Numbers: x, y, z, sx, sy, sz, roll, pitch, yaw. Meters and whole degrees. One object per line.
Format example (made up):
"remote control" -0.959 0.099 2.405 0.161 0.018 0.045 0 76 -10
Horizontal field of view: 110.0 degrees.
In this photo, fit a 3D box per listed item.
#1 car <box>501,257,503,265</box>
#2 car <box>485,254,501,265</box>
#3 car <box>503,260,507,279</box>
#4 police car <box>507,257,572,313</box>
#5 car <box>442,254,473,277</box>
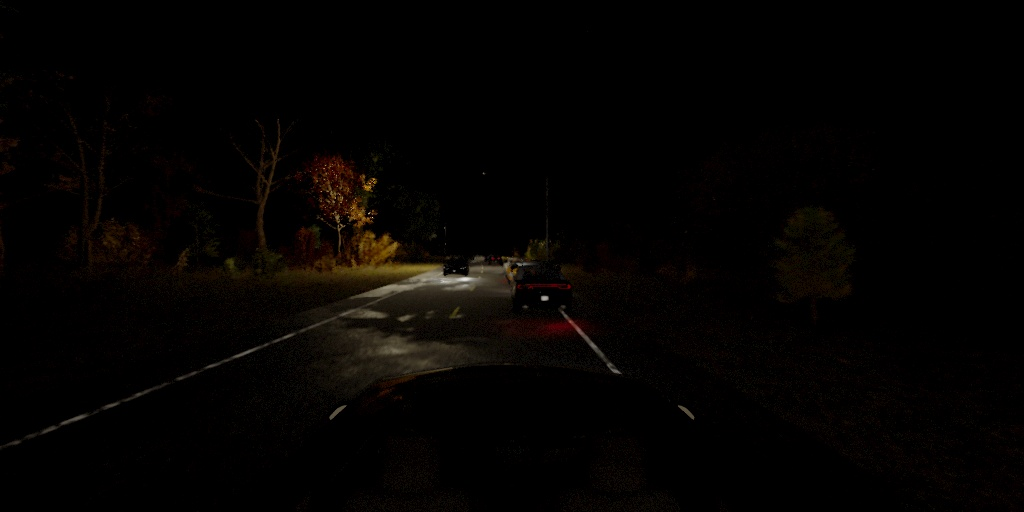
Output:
"car" 0.264 0.834 29.139 1.812 1.442 4.674 0 1 -3
"car" -2.366 0.481 50.006 1.837 1.490 4.892 0 1 -5
"car" 0.560 0.861 23.302 1.801 1.575 5.366 0 1 -3
"police car" 0.910 0.993 13.173 1.930 1.638 5.238 0 1 -1
"car" -4.394 0.832 28.804 1.837 1.490 4.892 0 1 -3
